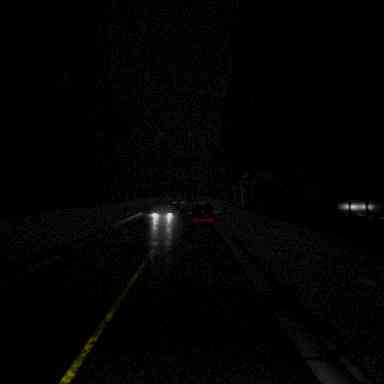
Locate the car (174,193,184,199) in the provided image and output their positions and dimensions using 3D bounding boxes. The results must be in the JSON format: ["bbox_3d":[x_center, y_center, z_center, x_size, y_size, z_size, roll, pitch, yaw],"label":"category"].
[{"bbox_3d":[-3.013,1.111,77.665,2.150,2.045,5.566,0,0,0],"label":"car"}]

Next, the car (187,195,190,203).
[{"bbox_3d":[-0.011,1.314,66.847,2.097,1.767,4.553,0,0,0],"label":"car"}]

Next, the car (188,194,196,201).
[{"bbox_3d":[-0.013,1.361,81.879,1.882,1.535,5.008,0,0,0],"label":"car"}]

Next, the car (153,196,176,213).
[{"bbox_3d":[-3.099,1.486,36.354,1.812,1.442,4.674,0,0,0],"label":"car"}]

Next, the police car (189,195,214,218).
[{"bbox_3d":[0.895,1.391,30.154,1.930,1.638,5.238,0,0,0],"label":"police car"}]

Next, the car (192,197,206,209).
[{"bbox_3d":[0.893,1.484,46.046,1.812,1.442,4.674,0,0,0],"label":"car"}]
